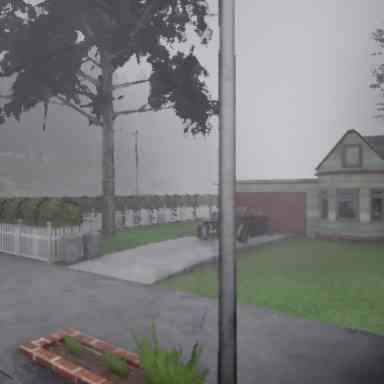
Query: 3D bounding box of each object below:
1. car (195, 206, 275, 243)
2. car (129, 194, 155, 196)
[{"bbox_3d":[1.956,1.300,14.251,1.994,1.381,4.181,0,0,36],"label":"car"},{"bbox_3d":[-6.202,1.221,37.043,2.150,2.045,5.566,0,0,36],"label":"car"}]
